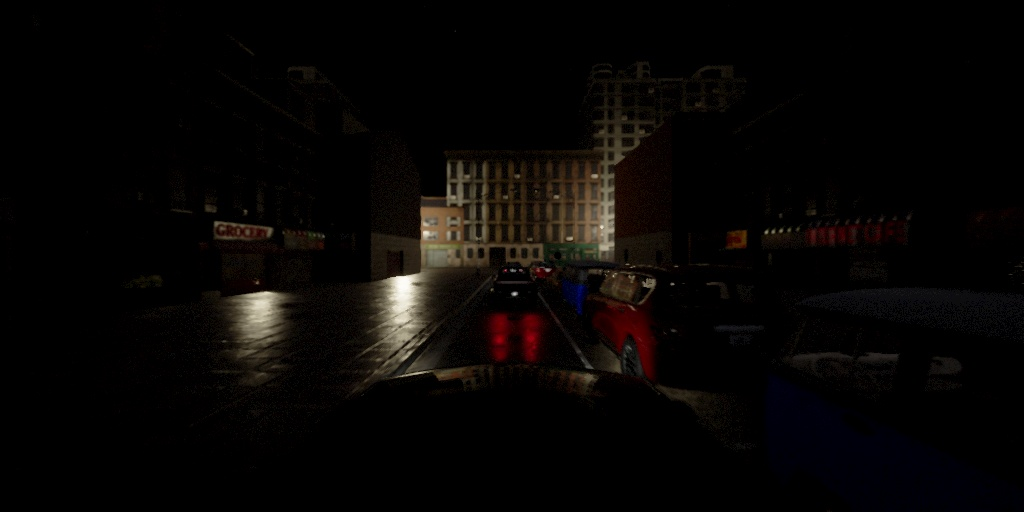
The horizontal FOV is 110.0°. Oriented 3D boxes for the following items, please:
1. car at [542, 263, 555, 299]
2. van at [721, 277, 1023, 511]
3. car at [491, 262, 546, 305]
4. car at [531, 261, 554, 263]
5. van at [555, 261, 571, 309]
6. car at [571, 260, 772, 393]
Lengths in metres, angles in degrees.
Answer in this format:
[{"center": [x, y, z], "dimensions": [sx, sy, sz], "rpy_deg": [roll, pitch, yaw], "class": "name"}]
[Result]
[{"center": [2.639, 1.223, 17.643], "dimensions": [1.751, 1.417, 4.829], "rpy_deg": [0, 0, 0], "class": "car"}, {"center": [2.638, 1.093, 1.046], "dimensions": [1.690, 1.789, 3.998], "rpy_deg": [0, 0, 0], "class": "van"}, {"center": [0.100, 1.195, 15.754], "dimensions": [2.128, 1.511, 4.902], "rpy_deg": [0, 0, 0], "class": "car"}, {"center": [2.641, 1.101, 28.424], "dimensions": [1.967, 1.591, 4.097], "rpy_deg": [0, 0, 0], "class": "car"}, {"center": [2.639, 1.057, 11.997], "dimensions": [1.690, 1.789, 3.998], "rpy_deg": [0, 0, 0], "class": "van"}, {"center": [2.638, 1.049, 6.522], "dimensions": [2.192, 1.841, 5.009], "rpy_deg": [0, 0, 0], "class": "car"}]
